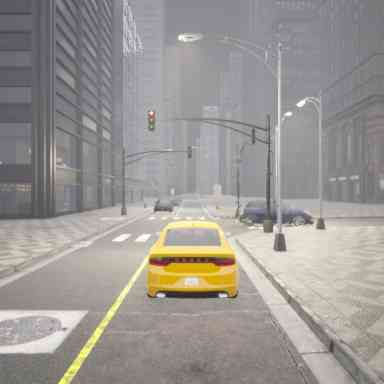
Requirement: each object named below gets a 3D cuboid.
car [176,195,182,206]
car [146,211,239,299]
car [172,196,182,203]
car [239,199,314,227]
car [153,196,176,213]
[{"bbox_3d":[-3.100,1.555,53.575,2.033,1.411,5.357,0,0,0],"label":"car"},{"bbox_3d":[0.028,1.477,8.538,1.882,1.535,5.008,0,0,1],"label":"car"},{"bbox_3d":[-3.018,1.504,69.213,1.837,1.490,4.892,0,0,0],"label":"car"},{"bbox_3d":[5.314,1.278,21.233,4.553,1.767,2.097,-1,0,13],"label":"car"},{"bbox_3d":[-3.109,1.480,36.583,1.882,1.535,5.008,0,0,0],"label":"car"}]
